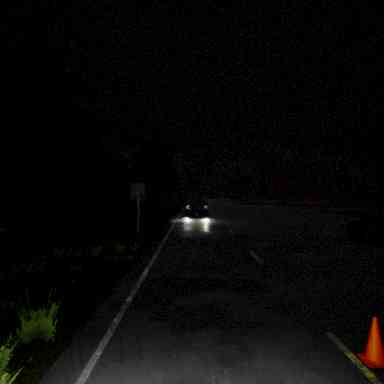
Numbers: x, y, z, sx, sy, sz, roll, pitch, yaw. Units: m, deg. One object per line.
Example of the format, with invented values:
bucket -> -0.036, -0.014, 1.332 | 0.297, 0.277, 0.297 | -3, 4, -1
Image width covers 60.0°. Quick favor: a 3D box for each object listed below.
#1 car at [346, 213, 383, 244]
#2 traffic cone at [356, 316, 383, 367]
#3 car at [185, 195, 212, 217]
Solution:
car -> 9.540, 1.590, 15.562 | 4.181, 1.381, 1.994 | 0, 0, 0
traffic cone -> 2.453, 1.965, 4.462 | 0.340, 0.580, 0.340 | 0, 0, 0
car -> 0.445, 1.343, 30.764 | 2.097, 1.767, 4.553 | 0, 0, 0
